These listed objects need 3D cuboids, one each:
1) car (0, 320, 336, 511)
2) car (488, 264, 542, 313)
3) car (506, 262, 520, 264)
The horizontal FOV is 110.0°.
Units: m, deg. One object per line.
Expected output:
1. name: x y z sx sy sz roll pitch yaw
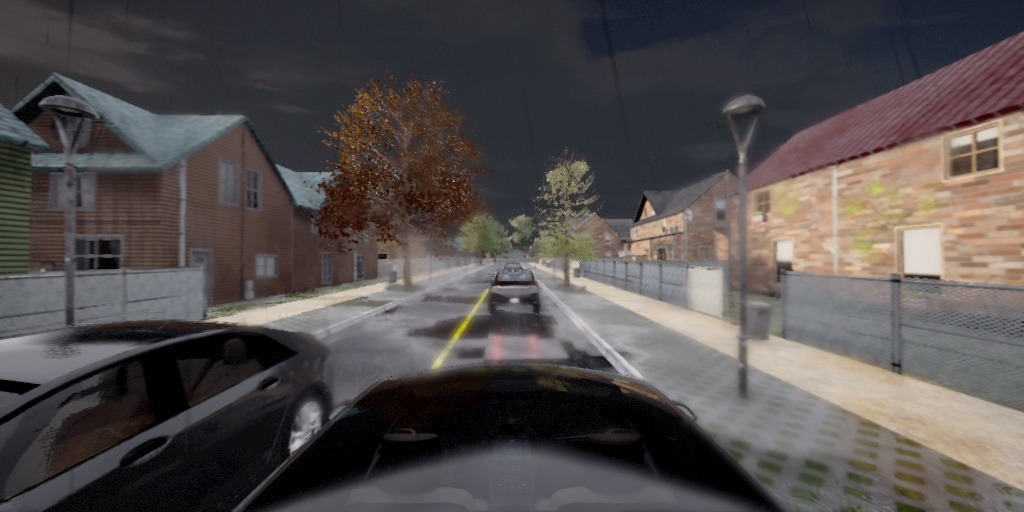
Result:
1. car: -2.825 1.256 1.969 1.837 1.490 4.892 0 0 0
2. car: 0.100 1.229 13.996 2.128 1.511 4.902 0 0 0
3. car: 0.099 1.269 32.361 2.033 1.411 5.357 0 0 0
